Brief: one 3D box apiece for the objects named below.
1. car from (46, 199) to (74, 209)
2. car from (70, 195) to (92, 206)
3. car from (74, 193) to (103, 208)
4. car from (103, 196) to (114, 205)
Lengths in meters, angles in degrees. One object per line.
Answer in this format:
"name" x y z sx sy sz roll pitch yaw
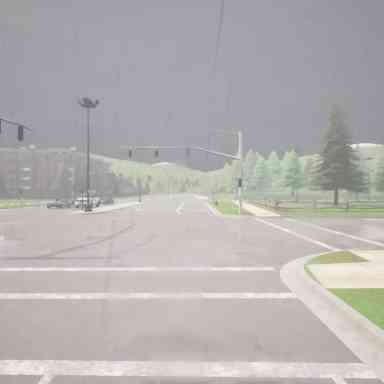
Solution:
"car" -18.547 1.601 46.397 1.895 1.301 4.718 0 0 0
"car" -18.511 1.352 55.509 2.097 1.767 4.553 0 0 0
"car" -15.043 1.221 48.129 2.150 2.045 5.566 0 0 0
"car" -14.991 1.491 58.141 2.128 1.511 4.902 0 0 1
